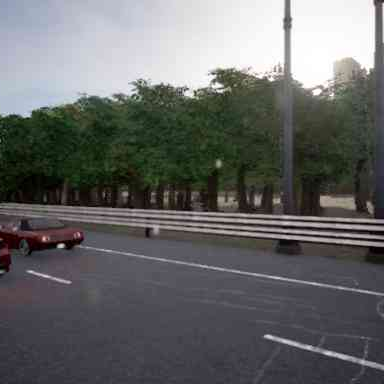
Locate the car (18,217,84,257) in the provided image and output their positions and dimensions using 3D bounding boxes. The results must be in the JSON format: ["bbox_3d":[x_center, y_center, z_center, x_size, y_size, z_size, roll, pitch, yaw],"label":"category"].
[{"bbox_3d":[-6.424,1.635,13.196,4.718,1.301,1.895,0,0,38],"label":"car"}]

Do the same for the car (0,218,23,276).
[{"bbox_3d":[-6.873,1.504,9.140,5.008,1.535,1.882,0,0,37],"label":"car"}]
